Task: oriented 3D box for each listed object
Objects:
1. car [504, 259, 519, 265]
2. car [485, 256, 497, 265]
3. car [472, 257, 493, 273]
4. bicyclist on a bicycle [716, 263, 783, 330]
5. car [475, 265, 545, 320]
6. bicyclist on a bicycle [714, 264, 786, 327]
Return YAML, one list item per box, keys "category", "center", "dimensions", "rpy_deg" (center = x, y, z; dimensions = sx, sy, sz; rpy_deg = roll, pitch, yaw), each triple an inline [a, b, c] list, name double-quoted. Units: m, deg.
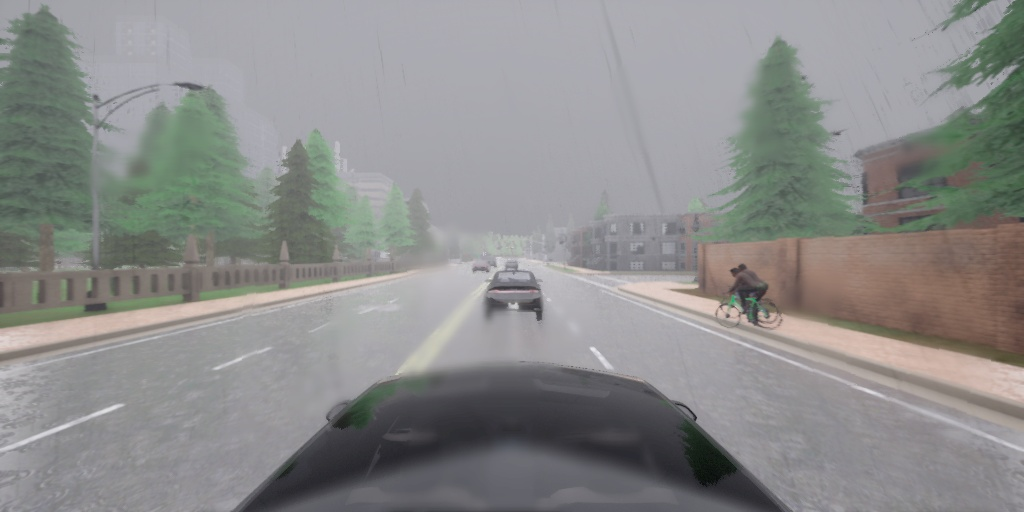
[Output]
- category: "car"
  center: [-0.027, 1.234, 51.814]
  dimensions: [2.128, 1.511, 4.902]
  rpy_deg: [0, 0, 0]
- category: "car"
  center: [-3.685, 0.965, 59.966]
  dimensions: [2.150, 2.045, 5.566]
  rpy_deg: [0, 0, 0]
- category: "car"
  center: [-3.692, 1.226, 43.146]
  dimensions: [1.882, 1.535, 5.008]
  rpy_deg: [0, 0, 0]
- category: "bicyclist on a bicycle"
  center: [6.070, 1.108, 9.369]
  dimensions: [0.582, 1.620, 1.656]
  rpy_deg: [2, -9, -29]
- category: "car"
  center: [0.073, 1.240, 12.627]
  dimensions: [2.128, 1.511, 4.902]
  rpy_deg: [0, 0, 0]
- category: "bicyclist on a bicycle"
  center: [6.681, 1.042, 10.169]
  dimensions: [0.582, 1.620, 1.656]
  rpy_deg: [0, 0, -23]
